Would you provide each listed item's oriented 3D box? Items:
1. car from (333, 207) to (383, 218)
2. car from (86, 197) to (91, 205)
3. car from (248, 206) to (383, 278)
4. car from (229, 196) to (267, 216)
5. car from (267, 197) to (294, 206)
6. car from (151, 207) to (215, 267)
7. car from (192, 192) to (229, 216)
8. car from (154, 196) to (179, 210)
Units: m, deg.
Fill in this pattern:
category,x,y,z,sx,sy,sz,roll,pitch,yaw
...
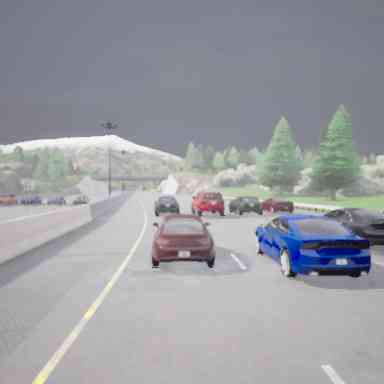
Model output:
category,x,y,z,sx,sy,sz,roll,pitch,yaw
car,6.511,1.393,13.675,1.837,1.490,4.892,0,1,-4
car,-16.308,1.262,49.424,1.895,1.301,4.718,0,0,-9
car,3.234,1.398,9.939,1.882,1.535,5.008,0,0,-3
car,4.717,1.122,30.011,2.097,1.767,4.553,0,0,-8
car,7.990,1.228,31.879,1.882,1.535,5.008,0,0,-8
car,-0.329,1.444,10.998,1.812,1.442,4.674,0,0,-3
car,1.336,1.003,29.194,2.150,2.045,5.566,0,0,-8
car,-2.334,1.134,29.896,2.097,1.767,4.553,0,0,-8
